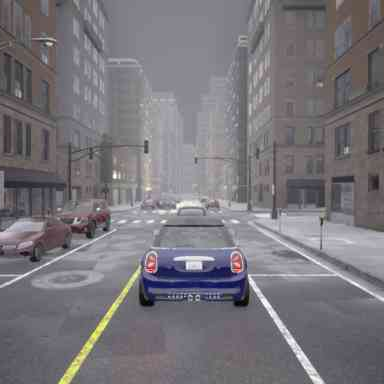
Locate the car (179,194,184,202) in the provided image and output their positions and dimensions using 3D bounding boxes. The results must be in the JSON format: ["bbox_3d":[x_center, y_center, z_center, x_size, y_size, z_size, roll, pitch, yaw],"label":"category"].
[{"bbox_3d":[-3.167,1.537,62.743,2.128,1.511,4.902,0,0,0],"label":"car"}]

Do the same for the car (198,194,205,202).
[{"bbox_3d":[2.734,1.595,66.865,1.887,1.381,4.507,-1,0,0],"label":"car"}]

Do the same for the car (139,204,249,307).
[{"bbox_3d":[0.049,1.351,8.153,2.097,1.767,4.553,0,0,0],"label":"car"}]

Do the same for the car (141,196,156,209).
[{"bbox_3d":[-5.752,1.601,44.570,1.802,1.307,4.206,-1,0,0],"label":"car"}]

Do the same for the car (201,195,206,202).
[{"bbox_3d":[2.762,1.551,50.346,1.752,1.417,4.829,-1,0,0],"label":"car"}]

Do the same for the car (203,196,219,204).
[{"bbox_3d":[2.773,1.601,44.612,1.802,1.307,4.206,-1,0,0],"label":"car"}]

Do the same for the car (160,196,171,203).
[{"bbox_3d":[-5.801,1.612,72.394,2.008,1.369,4.403,-1,0,0],"label":"car"}]

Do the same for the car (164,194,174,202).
[{"bbox_3d":[-5.824,1.400,83.525,2.192,1.841,5.009,-1,0,0],"label":"car"}]

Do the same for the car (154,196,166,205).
[{"bbox_3d":[-5.782,1.566,61.094,1.752,1.417,4.829,-1,0,0],"label":"car"}]

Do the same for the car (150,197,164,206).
[{"bbox_3d":[-5.772,1.578,55.700,1.887,1.381,4.507,-1,0,0],"label":"car"}]

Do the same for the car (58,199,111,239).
[{"bbox_3d":[-5.708,1.315,17.570,2.192,1.841,5.009,-1,0,0],"label":"car"}]

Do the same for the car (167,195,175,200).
[{"bbox_3d":[-5.841,1.547,94.655,1.967,1.590,4.097,-1,0,0],"label":"car"}]

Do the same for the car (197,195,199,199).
[{"bbox_3d":[2.723,1.501,72.429,1.967,1.590,4.097,-1,0,0],"label":"car"}]

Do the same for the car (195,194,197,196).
[{"bbox_3d":[2.692,1.411,89.120,2.192,1.841,5.009,-1,0,0],"label":"car"}]

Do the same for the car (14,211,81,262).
[{"bbox_3d":[-5.695,1.581,11.987,1.802,1.307,4.206,-1,0,0],"label":"car"}]

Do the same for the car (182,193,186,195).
[{"bbox_3d":[-3.134,1.529,78.195,2.033,1.411,5.357,0,0,0],"label":"car"}]

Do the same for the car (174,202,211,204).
[{"bbox_3d":[-0.014,1.505,17.331,1.837,1.490,4.892,0,0,0],"label":"car"}]

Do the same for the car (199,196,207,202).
[{"bbox_3d":[2.705,1.635,83.556,2.008,1.369,4.403,-1,0,0],"label":"car"}]

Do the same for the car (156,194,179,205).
[{"bbox_3d":[-3.172,1.372,43.973,2.097,1.767,4.553,0,0,0],"label":"car"}]

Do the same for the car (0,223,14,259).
[{"bbox_3d":[-5.686,1.550,6.404,2.008,1.369,4.403,-1,0,0],"label":"car"}]
